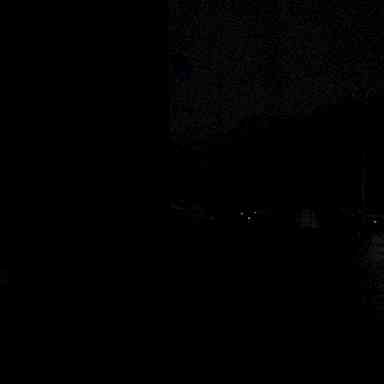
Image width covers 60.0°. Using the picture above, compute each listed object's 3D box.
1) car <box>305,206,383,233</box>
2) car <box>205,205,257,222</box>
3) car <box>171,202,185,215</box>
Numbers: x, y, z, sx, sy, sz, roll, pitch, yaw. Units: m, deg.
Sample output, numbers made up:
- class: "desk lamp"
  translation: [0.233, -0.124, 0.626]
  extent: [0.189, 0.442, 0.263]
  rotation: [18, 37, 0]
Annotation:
- class: "car"
  translation: [9.074, 1.585, 19.724]
  extent: [2.128, 1.511, 4.902]
  rotation: [-1, 1, -35]
- class: "car"
  translation: [3.220, 1.769, 27.937]
  extent: [1.895, 1.301, 4.718]
  rotation: [-1, 0, -35]
- class: "car"
  translation: [-2.662, 1.796, 36.207]
  extent: [1.812, 1.442, 4.674]
  rotation: [-1, 0, -35]
